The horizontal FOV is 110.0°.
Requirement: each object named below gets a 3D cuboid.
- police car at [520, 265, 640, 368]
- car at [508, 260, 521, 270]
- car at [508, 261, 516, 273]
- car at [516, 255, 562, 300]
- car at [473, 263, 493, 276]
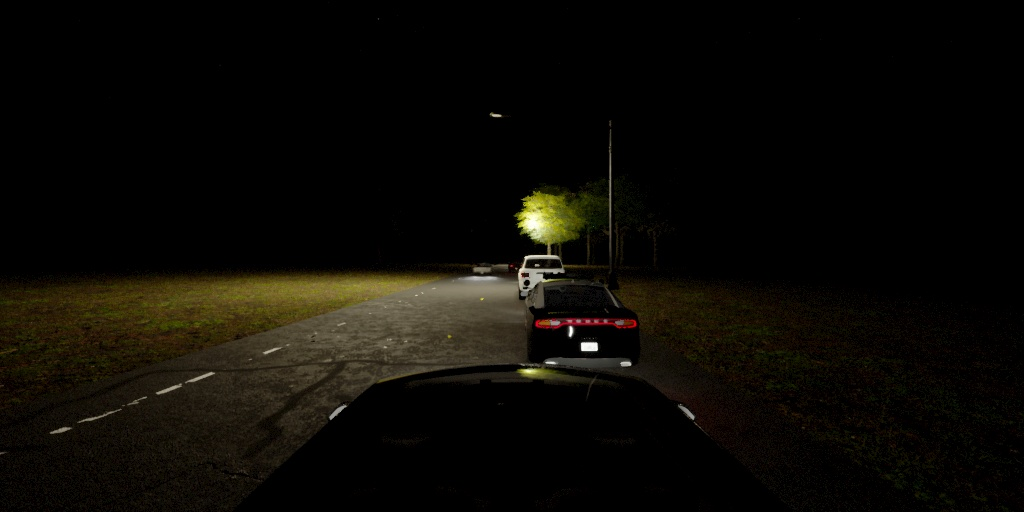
[{"bbox_3d":[1.228,1.175,8.015,1.930,1.638,5.238,0,0,1],"label":"police car"},{"bbox_3d":[0.419,1.402,57.054,1.994,1.385,4.181,0,-1,-1],"label":"car"},{"bbox_3d":[0.531,1.342,45.788,1.812,1.442,4.674,0,0,0],"label":"car"},{"bbox_3d":[1.409,0.988,17.960,2.150,2.045,5.566,0,0,1],"label":"car"},{"bbox_3d":[-3.007,1.401,38.100,1.895,1.301,4.718,0,0,0],"label":"car"}]
